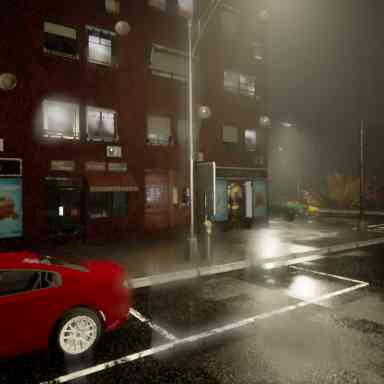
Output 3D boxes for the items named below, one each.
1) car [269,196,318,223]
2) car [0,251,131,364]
[{"bbox_3d":[7.383,1.393,28.260,2.150,2.045,5.566,-1,0,-35],"label":"car"},{"bbox_3d":[-3.055,1.545,4.395,4.507,1.381,1.887,0,-1,-35],"label":"car"}]
